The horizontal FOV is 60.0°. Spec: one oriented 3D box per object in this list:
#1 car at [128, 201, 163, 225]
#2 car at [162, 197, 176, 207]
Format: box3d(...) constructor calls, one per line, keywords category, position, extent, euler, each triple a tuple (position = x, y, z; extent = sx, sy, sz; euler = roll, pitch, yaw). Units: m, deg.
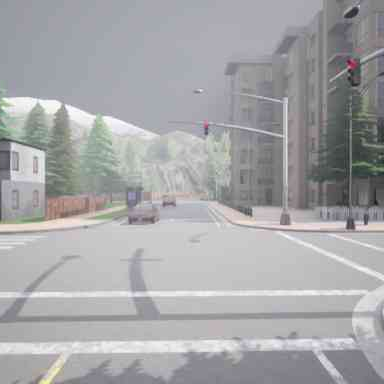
box3d(category="car", position=(-3.428, 1.529, 24.368), extent=(1.812, 1.442, 4.674), euler=(0, 0, 0))
box3d(category="car", position=(-3.356, 1.451, 49.591), extent=(1.882, 1.535, 5.008), euler=(0, 0, 0))
